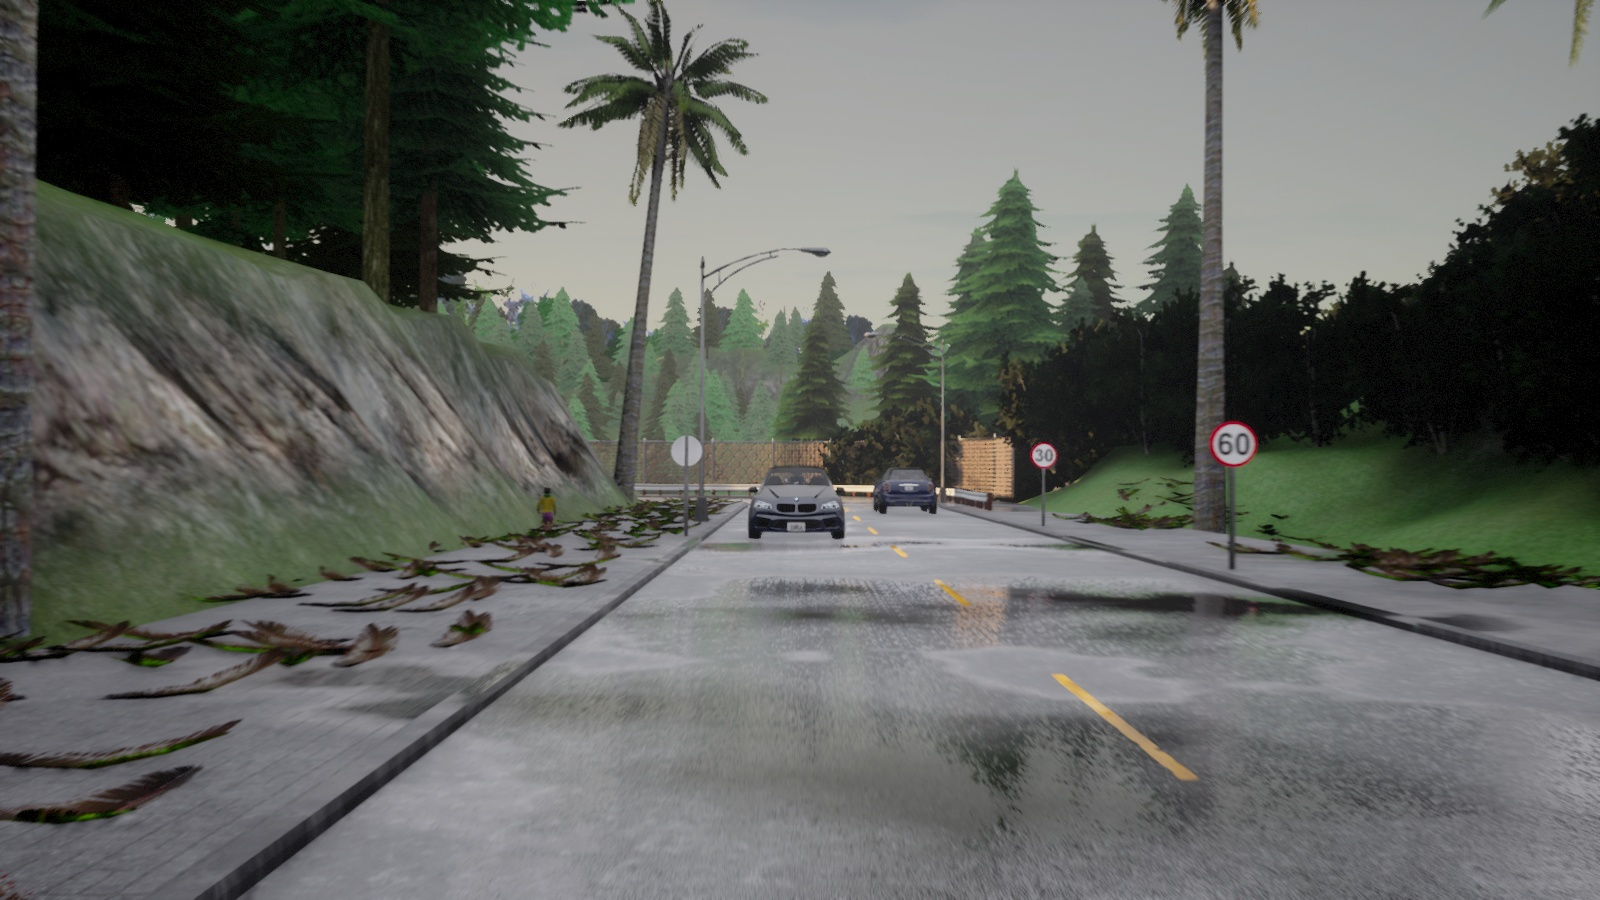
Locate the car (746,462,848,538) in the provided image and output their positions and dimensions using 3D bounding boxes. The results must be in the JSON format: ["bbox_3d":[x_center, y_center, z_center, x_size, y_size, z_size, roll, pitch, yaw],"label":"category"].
[{"bbox_3d":[-0.072,1.147,30.069,2.242,1.667,4.611,0,-1,0],"label":"car"}]

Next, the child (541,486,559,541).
[{"bbox_3d":[-5.370,1.361,26.938,0.299,1.160,0.473,0,-1,-1],"label":"child"}]

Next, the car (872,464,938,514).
[{"bbox_3d":[3.885,1.424,47.244,2.097,1.767,4.553,0,-1,0],"label":"car"}]
